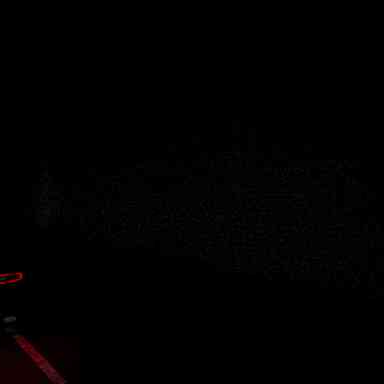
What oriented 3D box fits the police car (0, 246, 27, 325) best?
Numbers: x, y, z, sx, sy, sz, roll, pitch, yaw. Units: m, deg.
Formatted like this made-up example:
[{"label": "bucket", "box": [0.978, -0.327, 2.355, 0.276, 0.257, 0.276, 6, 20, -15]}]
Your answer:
[{"label": "police car", "box": [-4.842, 1.425, 6.431, 1.930, 1.638, 5.238, 0, 0, -43]}]
